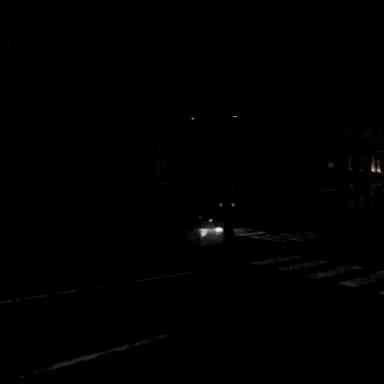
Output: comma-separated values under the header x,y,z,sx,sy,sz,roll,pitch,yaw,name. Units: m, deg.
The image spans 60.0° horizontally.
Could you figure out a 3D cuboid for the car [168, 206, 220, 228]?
x,y,z,sx,sy,sz,roll,pitch,yaw,name
0.083,1.659,23.264,1.994,1.385,4.181,0,0,-35,car
